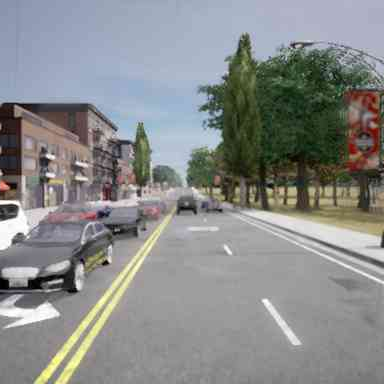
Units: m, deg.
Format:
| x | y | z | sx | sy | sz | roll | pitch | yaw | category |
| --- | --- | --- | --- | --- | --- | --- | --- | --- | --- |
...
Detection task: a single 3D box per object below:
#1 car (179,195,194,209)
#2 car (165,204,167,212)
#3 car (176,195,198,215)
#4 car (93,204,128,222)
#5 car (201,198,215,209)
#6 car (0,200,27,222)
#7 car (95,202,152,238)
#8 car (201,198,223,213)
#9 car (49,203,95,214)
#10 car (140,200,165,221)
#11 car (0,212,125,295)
| x | y | z | sx | sy | sz | roll | pitch | yaw | category |
| --- | --- | --- | --- | --- | --- | --- | --- | --- | --- |
| -0.852 | 1.475 | 52.054 | 2.150 | 2.045 | 5.566 | 0 | 0 | -1 | car |
| -3.979 | 1.732 | 38.841 | 2.033 | 1.411 | 5.357 | 0 | 0 | 0 | car |
| -0.565 | 1.381 | 36.621 | 2.150 | 2.045 | 5.566 | 0 | 0 | -1 | car |
| -7.035 | 1.742 | 29.209 | 1.895 | 1.301 | 4.718 | 0 | 0 | -1 | car |
| 2.345 | 1.705 | 49.781 | 1.882 | 1.535 | 5.008 | 0 | 0 | -1 | car |
| -6.681 | 1.267 | 9.330 | 2.150 | 2.045 | 5.566 | 0 | 0 | -1 | car |
| -3.606 | 1.549 | 18.424 | 1.882 | 1.535 | 5.008 | 0 | 0 | -1 | car |
| 2.541 | 1.709 | 39.172 | 2.033 | 1.411 | 5.357 | 0 | 0 | -1 | car |
| -6.865 | 1.438 | 18.990 | 2.097 | 1.767 | 4.553 | 0 | 0 | -1 | car |
| -3.776 | 1.477 | 28.504 | 2.097 | 1.767 | 4.553 | 0 | 0 | -1 | car |
| -3.426 | 1.525 | 8.979 | 2.128 | 1.511 | 4.902 | 0 | 0 | 0 | car |
